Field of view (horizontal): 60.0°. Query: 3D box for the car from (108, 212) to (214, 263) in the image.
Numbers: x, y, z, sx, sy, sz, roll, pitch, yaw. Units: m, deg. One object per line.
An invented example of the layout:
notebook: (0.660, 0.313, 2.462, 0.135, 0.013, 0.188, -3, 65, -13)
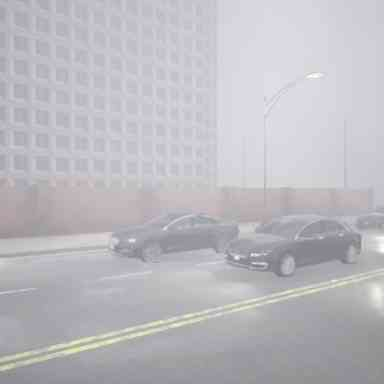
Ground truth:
car: (-0.498, 1.491, 11.963, 4.902, 1.511, 2.128, 0, 0, -33)

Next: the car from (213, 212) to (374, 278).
car: (3.240, 1.505, 10.205, 4.892, 1.490, 1.837, 0, 0, -33)

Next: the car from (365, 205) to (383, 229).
car: (11.781, 1.506, 19.811, 4.892, 1.490, 1.837, 0, 0, -32)
